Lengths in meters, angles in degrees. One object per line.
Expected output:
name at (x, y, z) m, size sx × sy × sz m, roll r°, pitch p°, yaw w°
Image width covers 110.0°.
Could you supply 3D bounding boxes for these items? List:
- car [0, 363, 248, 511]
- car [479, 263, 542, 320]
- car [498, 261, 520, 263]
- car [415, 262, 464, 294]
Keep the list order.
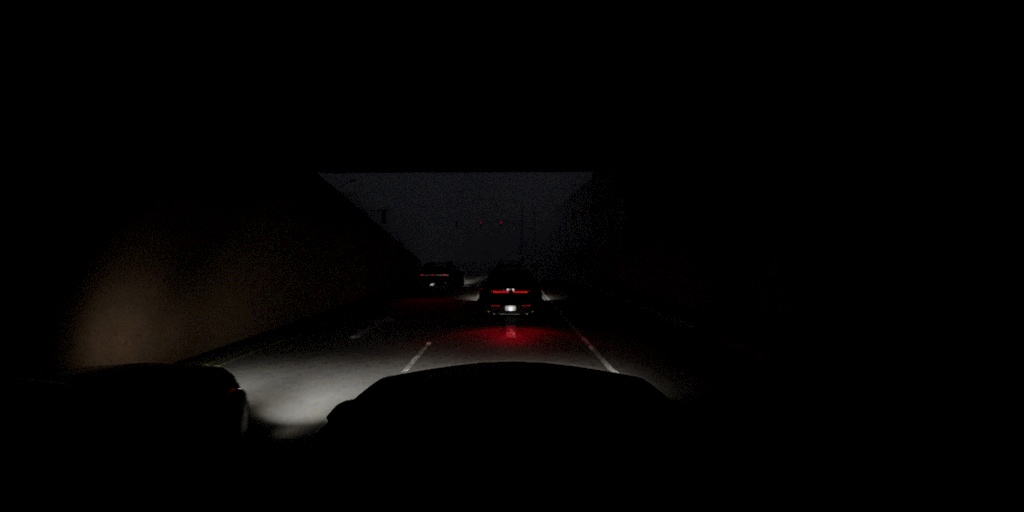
car at (-3.463, 1.258, 1.468) m, size 1.837 × 1.490 × 4.892 m, roll 0°, pitch 0°, yaw 0°
car at (-0.057, 1.144, 12.116) m, size 1.837 × 1.490 × 4.892 m, roll 0°, pitch 0°, yaw -1°
car at (-0.196, 1.037, 22.259) m, size 1.837 × 1.490 × 4.892 m, roll 0°, pitch 1°, yaw -1°
car at (-3.645, 1.064, 18.651) m, size 2.128 × 1.511 × 4.902 m, roll 0°, pitch 1°, yaw -1°
